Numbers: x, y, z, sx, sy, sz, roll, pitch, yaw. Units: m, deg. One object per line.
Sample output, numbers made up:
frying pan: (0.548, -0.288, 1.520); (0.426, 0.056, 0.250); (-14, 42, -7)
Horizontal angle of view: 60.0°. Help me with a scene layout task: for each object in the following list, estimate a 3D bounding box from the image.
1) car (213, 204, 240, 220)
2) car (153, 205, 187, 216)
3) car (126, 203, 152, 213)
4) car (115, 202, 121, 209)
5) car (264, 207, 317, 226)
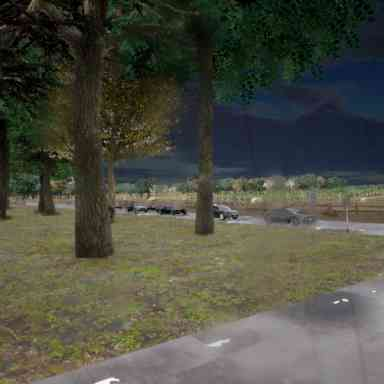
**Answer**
car: (2.738, 2.015, 33.805); (1.837, 1.490, 4.892); (-1, 0, -35)
car: (-2.551, 2.276, 41.338); (1.895, 1.301, 4.718); (-1, 0, -35)
car: (-8.221, 2.411, 49.461); (1.994, 1.385, 4.181); (-1, 0, -35)
car: (-15.344, 2.643, 64.643); (1.994, 1.385, 4.181); (-1, 0, -35)
car: (7.766, 1.913, 26.658); (1.994, 1.385, 4.181); (-1, 0, -35)
